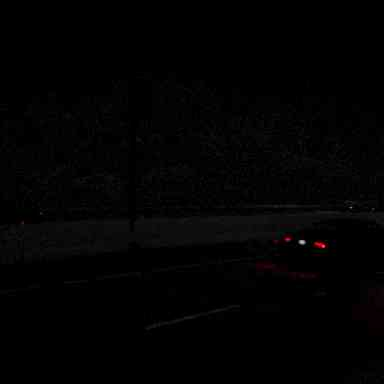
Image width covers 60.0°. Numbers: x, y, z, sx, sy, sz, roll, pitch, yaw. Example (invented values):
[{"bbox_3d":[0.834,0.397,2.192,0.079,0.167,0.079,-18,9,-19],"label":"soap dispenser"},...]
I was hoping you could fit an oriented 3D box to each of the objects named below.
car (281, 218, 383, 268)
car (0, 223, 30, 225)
[{"bbox_3d":[5.544,1.637,11.633,5.357,1.411,2.033,1,0,-32],"label":"car"},{"bbox_3d":[-9.503,1.476,14.332,4.181,1.385,1.994,1,0,-35],"label":"car"}]
